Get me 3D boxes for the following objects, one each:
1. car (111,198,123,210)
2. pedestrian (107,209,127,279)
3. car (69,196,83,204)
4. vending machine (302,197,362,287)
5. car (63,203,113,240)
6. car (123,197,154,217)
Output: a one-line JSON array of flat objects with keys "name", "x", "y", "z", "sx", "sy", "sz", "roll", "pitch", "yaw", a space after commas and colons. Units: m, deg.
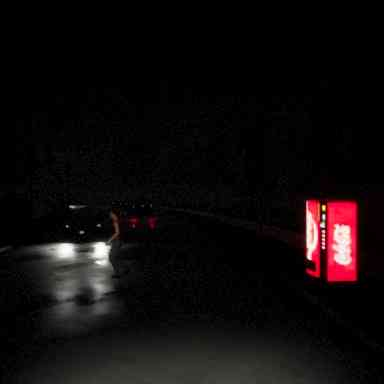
[{"name": "car", "x": -9.292, "y": 1.547, "z": 43.787, "sx": 2.033, "sy": 1.411, "sz": 5.357, "roll": 0, "pitch": 0, "yaw": -25}, {"name": "pedestrian", "x": -1.965, "y": 1.294, "z": 8.632, "sx": 0.375, "sy": 1.860, "sz": 0.375, "roll": 0, "pitch": 0, "yaw": -5}, {"name": "car", "x": -19.725, "y": 1.477, "z": 56.097, "sx": 1.882, "sy": 1.535, "sz": 5.008, "roll": 0, "pitch": 0, "yaw": -31}, {"name": "vending machine", "x": 3.489, "y": 1.195, "z": 8.375, "sx": 1.100, "sy": 2.100, "sz": 0.880, "roll": 0, "pitch": 0, "yaw": -5}, {"name": "car", "x": -5.323, "y": 1.525, "z": 17.180, "sx": 1.812, "sy": 1.442, "sz": 4.674, "roll": 0, "pitch": 0, "yaw": -10}, {"name": "car", "x": -5.044, "y": 1.352, "z": 31.891, "sx": 2.097, "sy": 1.767, "sz": 4.553, "roll": 0, "pitch": 0, "yaw": -17}]
